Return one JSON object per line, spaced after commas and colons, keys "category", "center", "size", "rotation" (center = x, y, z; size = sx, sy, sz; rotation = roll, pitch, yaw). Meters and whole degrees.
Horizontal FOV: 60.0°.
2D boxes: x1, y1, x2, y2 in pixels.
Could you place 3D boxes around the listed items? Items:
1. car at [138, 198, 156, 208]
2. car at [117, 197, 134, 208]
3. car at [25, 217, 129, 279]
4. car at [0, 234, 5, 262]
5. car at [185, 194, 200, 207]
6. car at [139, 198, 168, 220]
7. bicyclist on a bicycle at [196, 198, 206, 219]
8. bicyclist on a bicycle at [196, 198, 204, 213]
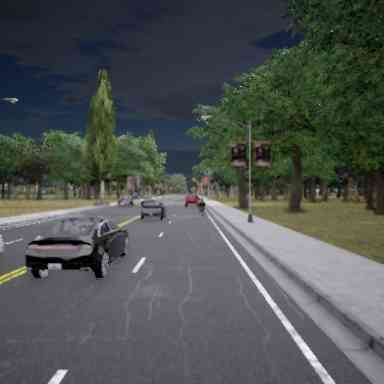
{"category": "car", "center": [-6.617, 1.594, 49.649], "size": [2.033, 1.411, 5.357], "rotation": [0, 0, 0]}
{"category": "car", "center": [-9.866, 1.538, 49.622], "size": [2.128, 1.511, 4.902], "rotation": [0, 0, 0]}
{"category": "car", "center": [-3.158, 1.501, 10.076], "size": [2.128, 1.511, 4.902], "rotation": [0, 0, 0]}
{"category": "car", "center": [-6.607, 1.534, 8.353], "size": [1.812, 1.442, 4.674], "rotation": [0, 0, 0]}
{"category": "car", "center": [0.027, 1.274, 54.090], "size": [2.150, 2.045, 5.566], "rotation": [0, 0, 0]}
{"category": "car", "center": [-3.174, 1.518, 28.279], "size": [2.128, 1.511, 4.902], "rotation": [0, 0, 0]}
{"category": "bicyclist on a bicycle", "center": [0.870, 1.397, 27.866], "size": [0.659, 1.776, 1.843], "rotation": [0, 0, 0]}
{"category": "bicyclist on a bicycle", "center": [0.881, 1.471, 37.255], "size": [0.866, 1.612, 1.509], "rotation": [0, 0, 0]}
